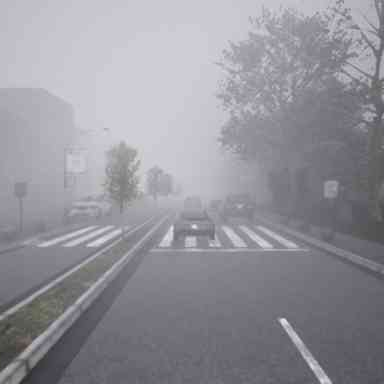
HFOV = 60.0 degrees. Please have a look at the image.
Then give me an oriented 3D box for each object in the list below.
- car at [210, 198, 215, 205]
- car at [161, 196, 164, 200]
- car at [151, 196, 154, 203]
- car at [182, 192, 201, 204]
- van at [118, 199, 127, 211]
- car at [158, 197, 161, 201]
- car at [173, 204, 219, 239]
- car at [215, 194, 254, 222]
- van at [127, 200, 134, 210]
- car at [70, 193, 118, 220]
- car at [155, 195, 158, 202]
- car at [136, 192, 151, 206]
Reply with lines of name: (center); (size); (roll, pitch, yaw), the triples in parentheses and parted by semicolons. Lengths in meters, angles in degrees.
car: (3.259, 1.455, 43.006); (1.895, 1.301, 4.718); (0, 0, 0)
car: (-7.886, 1.197, 71.847); (2.002, 1.452, 4.674); (0, 0, 0)
car: (-7.983, 1.302, 55.176); (2.163, 1.488, 4.792); (0, 0, 0)
car: (0.109, 1.208, 42.585); (2.097, 1.767, 4.553); (0, 0, 0)
van: (-8.112, 1.160, 32.902); (1.878, 1.987, 4.442); (0, 0, 0)
car: (-7.918, 1.228, 66.271); (2.163, 1.488, 4.792); (0, 0, 0)
car: (0.104, 1.518, 16.897); (1.994, 1.385, 4.181); (0, 0, 0)
car: (3.255, 1.149, 25.337); (2.150, 2.045, 5.566); (0, 0, 0)
van: (-8.080, 1.136, 38.449); (1.878, 1.987, 4.442); (0, 0, 0)
car: (-8.143, 1.155, 27.445); (2.435, 2.045, 5.566); (0, 0, 0)
car: (-7.952, 1.276, 60.755); (2.002, 1.452, 4.674); (0, 0, 0)
car: (-8.016, 1.053, 49.630); (2.435, 2.045, 5.566); (0, 0, 0)
